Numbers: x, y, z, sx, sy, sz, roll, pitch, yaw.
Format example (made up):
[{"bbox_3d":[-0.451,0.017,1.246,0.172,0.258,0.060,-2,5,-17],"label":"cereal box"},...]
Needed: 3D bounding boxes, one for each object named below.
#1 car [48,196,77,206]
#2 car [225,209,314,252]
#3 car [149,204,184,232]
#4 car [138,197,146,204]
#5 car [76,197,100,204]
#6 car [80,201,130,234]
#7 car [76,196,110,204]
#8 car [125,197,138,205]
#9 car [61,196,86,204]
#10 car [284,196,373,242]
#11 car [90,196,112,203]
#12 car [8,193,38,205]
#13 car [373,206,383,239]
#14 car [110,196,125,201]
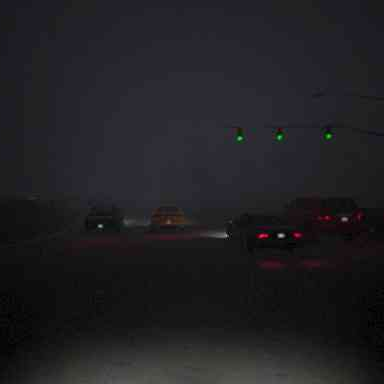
[{"bbox_3d":[-21.150,1.385,53.423,4.553,1.767,2.097,0,0,37],"label":"car"},{"bbox_3d":[2.772,1.539,13.830,2.033,1.411,5.357,0,0,-6],"label":"car"},{"bbox_3d":[-1.603,1.477,20.455,1.882,1.535,5.008,0,0,-8],"label":"car"},{"bbox_3d":[-10.656,1.574,62.901,4.181,1.385,1.994,0,0,40],"label":"car"},{"bbox_3d":[-20.570,1.573,65.709,4.718,1.301,1.895,0,0,29],"label":"car"},{"bbox_3d":[-4.974,1.498,19.281,2.128,1.511,4.902,0,0,-8],"label":"car"},{"bbox_3d":[-15.972,1.570,53.560,5.357,1.411,2.033,0,0,44],"label":"car"},{"bbox_3d":[-12.423,1.615,59.787,4.718,1.301,1.895,0,0,40],"label":"car"},{"bbox_3d":[-22.349,1.527,62.695,4.892,1.490,1.837,0,0,29],"label":"car"},{"bbox_3d":[5.999,1.206,16.378,2.150,2.045,5.566,0,0,-6],"label":"car"},{"bbox_3d":[-18.738,1.498,68.692,4.181,1.385,1.994,0,0,29],"label":"car"},{"bbox_3d":[-29.709,1.271,58.577,5.566,2.045,2.150,0,0,22],"label":"car"},{"bbox_3d":[9.383,1.483,17.320,1.837,1.490,4.892,0,0,-6],"label":"car"},{"bbox_3d":[-14.082,1.496,56.569,5.008,1.535,1.882,0,0,40],"label":"car"}]
